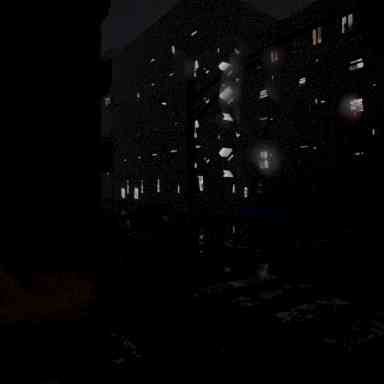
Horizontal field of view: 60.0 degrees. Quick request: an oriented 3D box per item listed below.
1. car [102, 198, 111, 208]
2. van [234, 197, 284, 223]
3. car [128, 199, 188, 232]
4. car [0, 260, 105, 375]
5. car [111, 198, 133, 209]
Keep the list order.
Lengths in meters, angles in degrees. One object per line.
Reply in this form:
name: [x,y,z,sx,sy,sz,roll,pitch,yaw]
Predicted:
car: [-11.737,1.463,47.827,1.887,1.381,4.507,-1,0,-36]
van: [4.913,1.280,24.934,1.690,1.788,3.998,0,0,-36]
car: [-1.876,1.441,20.020,1.967,1.590,4.097,0,0,-36]
car: [-3.568,1.525,4.020,4.829,1.417,1.752,0,0,-36]
car: [-8.407,1.463,43.249,1.887,1.381,4.507,-1,0,-36]
